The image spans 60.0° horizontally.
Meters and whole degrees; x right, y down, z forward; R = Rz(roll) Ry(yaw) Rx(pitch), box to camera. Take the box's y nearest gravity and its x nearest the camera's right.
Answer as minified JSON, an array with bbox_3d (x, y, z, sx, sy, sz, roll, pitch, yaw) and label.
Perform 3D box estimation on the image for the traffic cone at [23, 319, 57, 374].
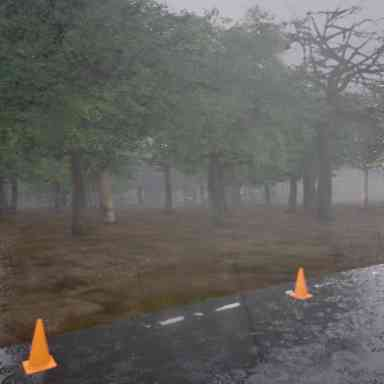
[{"bbox_3d":[-1.955,1.933,4.278,0.340,0.580,0.340,0,0,-35],"label":"traffic cone"}]

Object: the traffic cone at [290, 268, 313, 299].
[{"bbox_3d":[2.329,1.915,7.089,0.340,0.580,0.340,0,0,-32],"label":"traffic cone"}]
